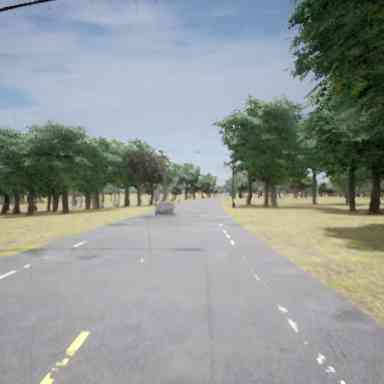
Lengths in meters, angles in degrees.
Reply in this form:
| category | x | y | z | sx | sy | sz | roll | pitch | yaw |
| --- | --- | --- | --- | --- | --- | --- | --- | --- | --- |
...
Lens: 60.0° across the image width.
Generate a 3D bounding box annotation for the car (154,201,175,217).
| category | x | y | z | sx | sy | sz | roll | pitch | yaw |
| --- | --- | --- | --- | --- | --- | --- | --- | --- | --- |
| car | -2.840 | 1.794 | 35.722 | 1.837 | 1.490 | 4.892 | 0 | -1 | 2 |
